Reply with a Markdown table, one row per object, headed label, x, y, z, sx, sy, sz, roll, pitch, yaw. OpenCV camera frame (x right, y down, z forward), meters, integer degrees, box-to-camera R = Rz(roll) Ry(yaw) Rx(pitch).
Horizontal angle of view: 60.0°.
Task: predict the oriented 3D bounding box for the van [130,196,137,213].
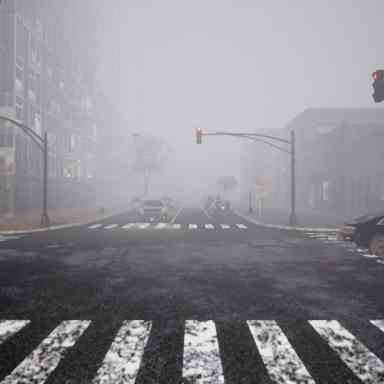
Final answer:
| label | x | y | z | sx | sy | sz | roll | pitch | yaw |
| --- | --- | --- | --- | --- | --- | --- | --- | --- | --- |
| van | -5.673 | 1.336 | 36.658 | 1.690 | 1.788 | 3.998 | 1 | 0 | 0 |

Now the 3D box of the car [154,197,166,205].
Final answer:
| label | x | y | z | sx | sy | sz | roll | pitch | yaw |
| --- | --- | --- | --- | --- | --- | --- | --- | --- | --- |
| car | -5.678 | 1.571 | 59.354 | 1.802 | 1.307 | 4.206 | 1 | 0 | 0 |

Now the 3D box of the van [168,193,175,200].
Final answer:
| label | x | y | z | sx | sy | sz | roll | pitch | yaw |
| --- | --- | --- | --- | --- | --- | --- | --- | --- | --- |
| van | -5.673 | 1.322 | 93.397 | 1.690 | 1.788 | 3.998 | 1 | 0 | 0 |

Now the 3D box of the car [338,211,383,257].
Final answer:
| label | x | y | z | sx | sy | sz | roll | pitch | yaw |
| --- | --- | --- | --- | --- | --- | --- | --- | --- | --- |
| car | 7.845 | 1.400 | 11.799 | 4.902 | 1.511 | 2.128 | -2 | 0 | 9 |

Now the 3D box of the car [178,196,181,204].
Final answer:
| label | x | y | z | sx | sy | sz | roll | pitch | yaw |
| --- | --- | --- | --- | --- | --- | --- | --- | --- | --- |
| car | -3.007 | 1.536 | 63.347 | 2.033 | 1.411 | 5.357 | 0 | 0 | 0 |

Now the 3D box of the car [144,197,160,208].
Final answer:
| label | x | y | z | sx | sy | sz | roll | pitch | yaw |
| --- | --- | --- | --- | --- | --- | --- | --- | --- | --- |
| car | -5.676 | 1.518 | 47.836 | 1.752 | 1.417 | 4.829 | 1 | 0 | 0 |

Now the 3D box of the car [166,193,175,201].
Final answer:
| label | x | y | z | sx | sy | sz | roll | pitch | yaw |
| --- | --- | --- | --- | --- | --- | --- | --- | --- | --- |
| car | -5.673 | 1.297 | 87.724 | 2.192 | 1.841 | 5.009 | 1 | 0 | 0 |

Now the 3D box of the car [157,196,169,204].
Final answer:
| label | x | y | z | sx | sy | sz | roll | pitch | yaw |
| --- | --- | --- | --- | --- | --- | --- | --- | --- | --- |
| car | -5.677 | 1.554 | 65.028 | 1.947 | 1.339 | 4.313 | 1 | 0 | 0 |

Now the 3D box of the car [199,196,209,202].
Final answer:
| label | x | y | z | sx | sy | sz | roll | pitch | yaw |
| --- | --- | --- | --- | --- | --- | --- | --- | --- | --- |
| car | 2.702 | 1.551 | 76.415 | 1.947 | 1.339 | 4.313 | 1 | 0 | 0 |

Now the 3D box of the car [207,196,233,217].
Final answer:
| label | x | y | z | sx | sy | sz | roll | pitch | yaw |
| --- | --- | --- | --- | --- | --- | --- | --- | --- | --- |
| car | 2.705 | 1.436 | 31.022 | 1.967 | 1.590 | 4.097 | 1 | 0 | 0 |

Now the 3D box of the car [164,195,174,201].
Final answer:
| label | x | y | z | sx | sy | sz | roll | pitch | yaw |
| --- | --- | --- | --- | --- | --- | --- | --- | --- | --- |
| car | -5.677 | 1.535 | 82.050 | 2.008 | 1.369 | 4.403 | 1 | 0 | 0 |

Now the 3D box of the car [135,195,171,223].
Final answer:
| label | x | y | z | sx | sy | sz | roll | pitch | yaw |
| --- | --- | --- | --- | --- | --- | --- | --- | --- | --- |
| car | -2.932 | 1.349 | 25.717 | 2.097 | 1.767 | 4.553 | 0 | 0 | -3 |

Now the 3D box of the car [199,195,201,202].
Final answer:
| label | x | y | z | sx | sy | sz | roll | pitch | yaw |
| --- | --- | --- | --- | --- | --- | --- | --- | --- | --- |
| car | 2.707 | 1.303 | 65.067 | 2.192 | 1.841 | 5.009 | 1 | 0 | 0 |

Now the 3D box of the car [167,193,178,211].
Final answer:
| label | x | y | z | sx | sy | sz | roll | pitch | yaw |
| --- | --- | --- | --- | --- | --- | --- | --- | --- | --- |
| car | -3.098 | 1.347 | 40.045 | 2.097 | 1.767 | 4.553 | 0 | 0 | 0 |

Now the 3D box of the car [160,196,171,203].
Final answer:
| label | x | y | z | sx | sy | sz | roll | pitch | yaw |
| --- | --- | --- | --- | --- | --- | --- | --- | --- | --- |
| car | -5.678 | 1.553 | 70.702 | 1.947 | 1.339 | 4.313 | 1 | 0 | 0 |

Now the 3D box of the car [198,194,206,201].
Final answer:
| label | x | y | z | sx | sy | sz | roll | pitch | yaw |
| --- | --- | --- | --- | --- | --- | --- | --- | --- | --- |
| car | 2.704 | 1.422 | 87.762 | 1.967 | 1.590 | 4.097 | 1 | 0 | 0 |

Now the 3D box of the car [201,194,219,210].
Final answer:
| label | x | y | z | sx | sy | sz | roll | pitch | yaw |
| --- | --- | --- | --- | --- | --- | --- | --- | --- | --- |
| car | 2.707 | 1.308 | 42.370 | 2.192 | 1.841 | 5.009 | 1 | 0 | 0 |
